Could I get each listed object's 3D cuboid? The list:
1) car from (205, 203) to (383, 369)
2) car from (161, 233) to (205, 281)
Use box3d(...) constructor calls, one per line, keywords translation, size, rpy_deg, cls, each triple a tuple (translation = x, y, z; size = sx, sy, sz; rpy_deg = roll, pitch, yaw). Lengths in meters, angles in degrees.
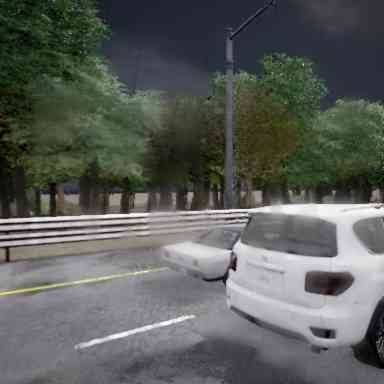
box3d(translation=(3.141, 1.224, 5.982), size=(5.566, 2.045, 2.150), rpy_deg=(0, 0, -35), cls="car")
box3d(translation=(1.611, 1.603, 9.188), size=(4.718, 1.301, 1.895), rpy_deg=(0, 0, -35), cls="car")
